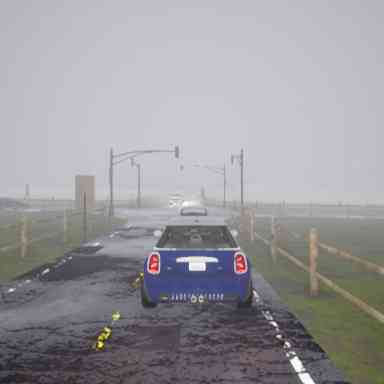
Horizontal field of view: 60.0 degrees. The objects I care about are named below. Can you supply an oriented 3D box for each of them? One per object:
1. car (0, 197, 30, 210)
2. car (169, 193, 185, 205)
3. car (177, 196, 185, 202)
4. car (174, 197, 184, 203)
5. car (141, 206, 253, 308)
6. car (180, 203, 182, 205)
[{"bbox_3d":[-20.083,1.237,36.380,4.181,1.385,1.994,1,0,0],"label":"car"},{"bbox_3d":[-2.839,1.272,59.906,2.150,2.045,5.566,0,0,0],"label":"car"},{"bbox_3d":[-2.701,1.597,80.270,1.812,1.442,4.674,0,0,0],"label":"car"},{"bbox_3d":[-2.735,1.657,69.928,1.895,1.301,4.718,0,0,0],"label":"car"},{"bbox_3d":[0.096,1.358,8.096,2.097,1.767,4.553,0,0,0],"label":"car"},{"bbox_3d":[0.091,1.518,17.262,1.837,1.490,4.892,0,0,0],"label":"car"}]
